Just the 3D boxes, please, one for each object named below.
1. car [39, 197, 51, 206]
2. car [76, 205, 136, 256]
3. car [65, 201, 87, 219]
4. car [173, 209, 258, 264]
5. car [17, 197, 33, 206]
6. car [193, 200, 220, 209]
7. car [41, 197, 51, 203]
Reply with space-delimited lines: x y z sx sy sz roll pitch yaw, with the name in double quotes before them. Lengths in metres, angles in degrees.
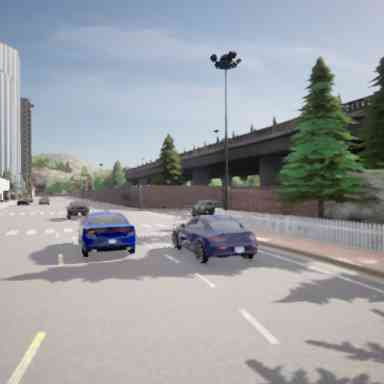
"car" -27.620 1.770 62.249 1.837 1.490 4.892 0 0 -23
"car" -3.575 1.523 13.608 1.882 1.535 5.008 0 0 -21
"car" -10.577 1.648 30.753 1.837 1.490 4.892 0 0 -23
"car" 0.675 1.545 12.013 1.812 1.442 4.674 0 0 -19
"car" -30.841 1.882 60.886 1.895 1.301 4.718 0 0 -23
"car" 2.341 1.455 29.913 4.553 1.767 2.097 0 0 -27
"car" -33.936 1.918 77.386 1.895 1.301 4.718 0 0 -23
